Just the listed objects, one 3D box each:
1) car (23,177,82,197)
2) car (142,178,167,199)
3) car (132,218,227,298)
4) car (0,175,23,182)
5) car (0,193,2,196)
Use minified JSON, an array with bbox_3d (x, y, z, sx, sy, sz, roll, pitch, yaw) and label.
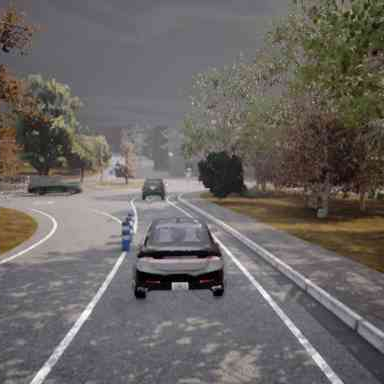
[{"bbox_3d":[-15.145,-0.627,36.873,5.566,2.045,2.150,-1,5,-13],"label":"car"},{"bbox_3d":[-3.826,-0.427,34.505,2.150,2.045,5.566,0,5,-1],"label":"car"},{"bbox_3d":[-0.339,1.379,8.264,2.128,1.511,4.902,0,1,-3],"label":"car"},{"bbox_3d":[-34.711,-2.602,64.367,1.994,1.385,4.181,3,5,34],"label":"car"},{"bbox_3d":[-21.633,-0.039,33.421,4.674,1.442,1.812,1,5,7],"label":"car"}]
